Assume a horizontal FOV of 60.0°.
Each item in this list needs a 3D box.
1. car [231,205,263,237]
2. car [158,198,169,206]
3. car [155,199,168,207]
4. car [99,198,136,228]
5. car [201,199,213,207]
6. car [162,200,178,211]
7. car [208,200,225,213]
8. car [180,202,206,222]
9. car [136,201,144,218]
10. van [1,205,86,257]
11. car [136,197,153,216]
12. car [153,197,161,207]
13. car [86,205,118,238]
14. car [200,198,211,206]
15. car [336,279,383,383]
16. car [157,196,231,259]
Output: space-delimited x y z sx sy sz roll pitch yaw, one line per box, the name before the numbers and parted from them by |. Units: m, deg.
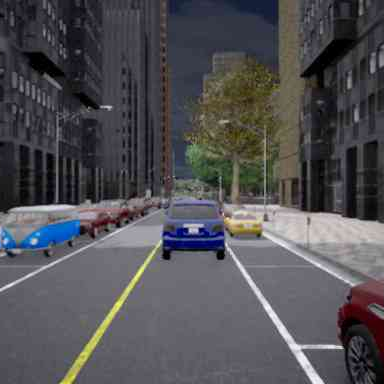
car | 2.771 1.655 18.707 1.752 1.417 4.829 0 0 0
car | -5.734 2.002 67.978 1.752 1.417 4.829 0 0 0
car | -5.736 1.989 62.635 2.008 1.369 4.403 0 0 0
car | -5.751 1.482 24.049 2.192 1.841 5.009 0 0 0
car | 2.789 2.004 62.640 1.947 1.339 4.313 0 0 0
car | -3.069 1.898 47.922 1.994 1.385 4.181 0 0 0
car | 3.017 1.814 41.371 1.812 1.442 4.674 0 0 0
car | 0.084 1.695 29.299 2.128 1.511 4.902 0 0 0
car | -5.749 1.750 29.560 1.887 1.381 4.507 0 0 0
van | -5.756 1.432 13.024 1.690 1.788 3.998 0 0 0
car | -5.747 1.558 35.074 2.192 1.841 5.009 0 0 0
car | -5.740 1.674 51.612 2.192 1.841 5.009 0 0 0
car | -5.754 1.673 18.535 1.887 1.381 4.507 0 0 0
car | 2.792 2.029 68.153 2.008 1.369 4.403 0 0 0
car | 2.765 1.330 1.999 2.192 1.841 5.009 0 0 0
car | 0.071 1.315 13.163 2.150 2.045 5.566 0 0 0
